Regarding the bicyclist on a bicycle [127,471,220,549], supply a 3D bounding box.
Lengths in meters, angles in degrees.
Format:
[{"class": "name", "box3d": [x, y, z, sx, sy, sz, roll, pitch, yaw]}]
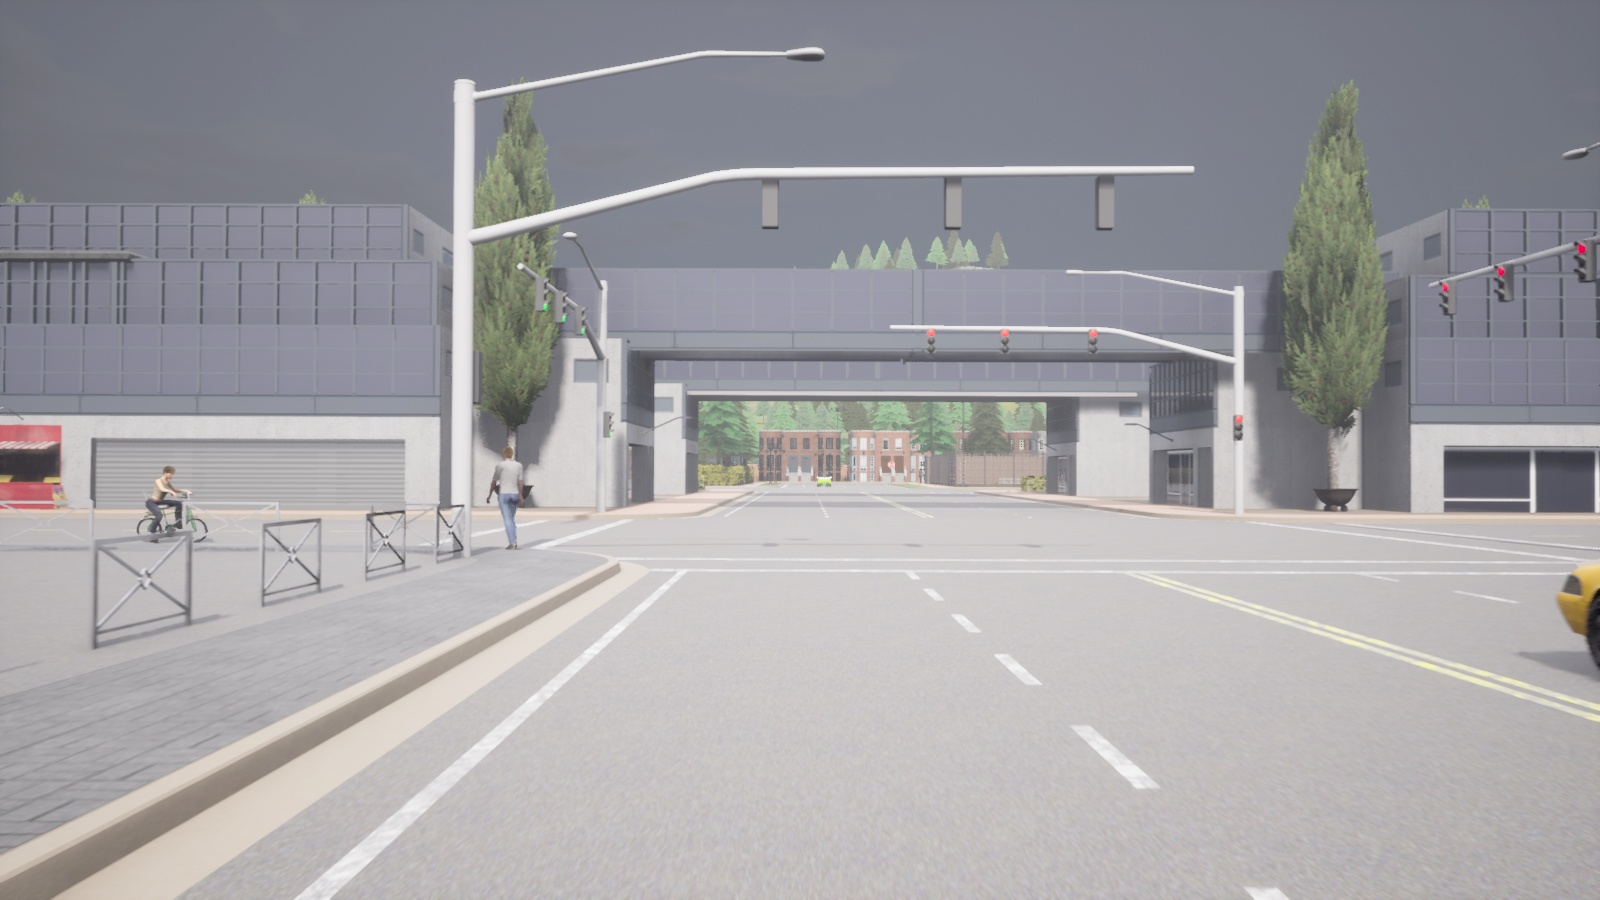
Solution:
[{"class": "bicyclist on a bicycle", "box3d": [-13.137, 1.245, 26.378, 1.509, 1.612, 0.866, 0, -1, 1]}]

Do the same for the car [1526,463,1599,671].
[{"class": "car", "box3d": [6.981, 0.856, 7.806, 1.801, 1.575, 5.366, 0, -1, 0]}]

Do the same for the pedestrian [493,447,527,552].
[{"class": "pedestrian", "box3d": [-5.170, 0.868, 22.372, 0.354, 1.836, 0.706, 0, -1, -33]}]
